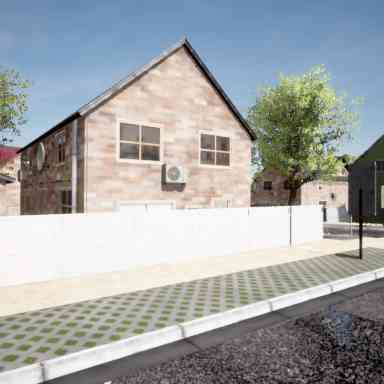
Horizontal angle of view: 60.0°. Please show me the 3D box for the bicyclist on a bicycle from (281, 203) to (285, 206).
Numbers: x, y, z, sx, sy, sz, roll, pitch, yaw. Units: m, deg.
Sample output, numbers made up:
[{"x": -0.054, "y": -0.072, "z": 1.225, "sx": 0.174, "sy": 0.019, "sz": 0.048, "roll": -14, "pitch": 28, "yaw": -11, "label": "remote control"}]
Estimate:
[{"x": 8.542, "y": 1.828, "z": 31.235, "sx": 1.656, "sy": 1.620, "sz": 0.582, "roll": -2, "pitch": 1, "yaw": -35, "label": "bicyclist on a bicycle"}]

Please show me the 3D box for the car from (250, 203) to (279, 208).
[{"x": 5.540, "y": 1.825, "z": 25.365, "sx": 2.150, "sy": 2.045, "sz": 5.566, "roll": 1, "pitch": -2, "yaw": -35, "label": "car"}]
